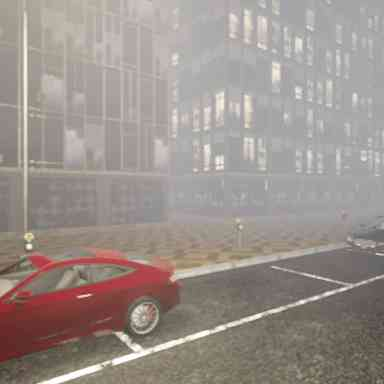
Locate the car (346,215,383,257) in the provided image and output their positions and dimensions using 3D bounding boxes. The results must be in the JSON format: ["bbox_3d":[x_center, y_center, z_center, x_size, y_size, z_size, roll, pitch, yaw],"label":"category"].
[{"bbox_3d":[7.145,1.472,11.653,4.403,1.369,2.008,0,1,-36],"label":"car"}]

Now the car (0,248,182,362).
[{"bbox_3d":[-2.124,1.575,5.041,4.206,1.307,1.802,0,1,-36],"label":"car"}]
